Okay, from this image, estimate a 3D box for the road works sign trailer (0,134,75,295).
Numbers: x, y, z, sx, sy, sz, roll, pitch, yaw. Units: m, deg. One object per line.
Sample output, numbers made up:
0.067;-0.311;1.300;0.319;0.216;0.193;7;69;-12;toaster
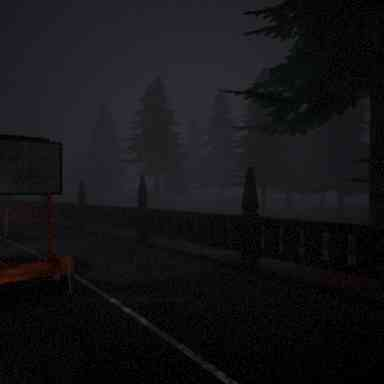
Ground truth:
-4.336;0.471;7.778;2.380;3.560;2.880;0;0;-40;road works sign trailer
